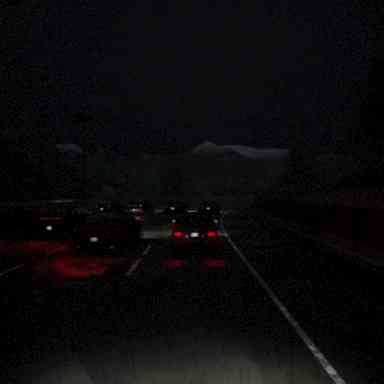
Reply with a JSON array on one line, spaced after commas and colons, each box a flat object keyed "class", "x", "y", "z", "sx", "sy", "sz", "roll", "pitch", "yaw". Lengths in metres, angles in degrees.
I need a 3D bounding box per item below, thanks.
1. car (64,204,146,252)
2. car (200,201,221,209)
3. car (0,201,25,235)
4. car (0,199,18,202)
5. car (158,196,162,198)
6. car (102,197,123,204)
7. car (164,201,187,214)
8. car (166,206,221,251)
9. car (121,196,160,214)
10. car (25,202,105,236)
[{"class": "car", "x": -3.364, "y": 1.490, "z": 14.018, "sx": 1.882, "sy": 1.535, "sz": 5.008, "roll": 0, "pitch": 0, "yaw": 1}, {"class": "car", "x": 1.914, "y": 1.594, "z": 35.083, "sx": 1.994, "sy": 1.385, "sz": 4.181, "roll": 0, "pitch": 0, "yaw": 9}, {"class": "car", "x": -10.225, "y": 1.508, "z": 18.998, "sx": 2.128, "sy": 1.511, "sz": 4.902, "roll": 0, "pitch": 0, "yaw": 2}, {"class": "car", "x": -19.550, "y": 1.521, "z": 34.710, "sx": 2.128, "sy": 1.511, "sz": 4.902, "roll": 0, "pitch": 0, "yaw": 8}, {"class": "car", "x": -8.247, "y": 1.592, "z": 74.871, "sx": 2.033, "sy": 1.411, "sz": 5.357, "roll": 0, "pitch": 0, "yaw": 23}, {"class": "car", "x": -8.647, "y": 1.556, "z": 35.445, "sx": 1.812, "sy": 1.442, "sz": 4.674, "roll": 0, "pitch": 0, "yaw": 8}, {"class": "car", "x": -1.631, "y": 1.594, "z": 35.026, "sx": 1.994, "sy": 1.385, "sz": 4.181, "roll": 0, "pitch": 0, "yaw": 9}, {"class": "car", "x": 0.132, "y": 1.560, "z": 14.210, "sx": 2.033, "sy": 1.411, "sz": 5.357, "roll": 0, "pitch": 0, "yaw": 1}, {"class": "car", "x": -5.252, "y": 1.521, "z": 34.473, "sx": 2.128, "sy": 1.511, "sz": 4.902, "roll": 0, "pitch": 0, "yaw": 8}, {"class": "car", "x": -6.749, "y": 1.507, "z": 18.375, "sx": 2.128, "sy": 1.511, "sz": 4.902, "roll": 0, "pitch": 0, "yaw": 2}]
